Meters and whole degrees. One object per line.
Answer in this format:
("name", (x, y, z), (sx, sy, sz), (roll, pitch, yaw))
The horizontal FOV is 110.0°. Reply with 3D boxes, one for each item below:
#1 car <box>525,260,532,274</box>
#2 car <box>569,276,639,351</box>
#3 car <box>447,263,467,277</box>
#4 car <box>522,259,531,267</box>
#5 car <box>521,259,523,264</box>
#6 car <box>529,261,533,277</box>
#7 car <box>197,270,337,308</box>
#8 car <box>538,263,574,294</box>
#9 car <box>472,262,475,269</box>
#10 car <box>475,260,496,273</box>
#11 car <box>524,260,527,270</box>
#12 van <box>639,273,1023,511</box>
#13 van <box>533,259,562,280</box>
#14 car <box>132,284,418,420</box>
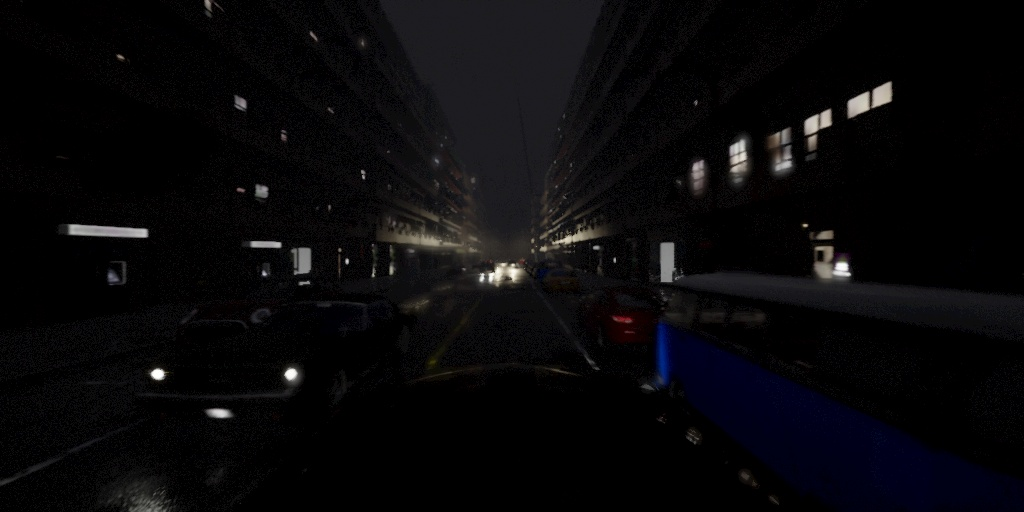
("car", (2.710, 1.398, 37.218), (1.948, 1.339, 4.313), (0, 0, 0))
("car", (2.694, 1.346, 8.794), (1.802, 1.307, 4.207), (0, 0, 0))
("car", (-5.671, 1.414, 37.225), (1.802, 1.307, 4.207), (0, 0, 0))
("car", (2.716, 1.411, 48.587), (1.888, 1.381, 4.507), (0, 0, 0))
("car", (2.719, 1.467, 54.272), (1.802, 1.307, 4.207), (0, 0, 0))
("car", (2.706, 1.399, 31.534), (1.802, 1.307, 4.207), (0, 0, 0))
("car", (-5.697, 1.203, 8.802), (1.967, 1.591, 4.097), (0, 0, 0))
("car", (2.700, 1.314, 20.334), (1.751, 1.417, 4.829), (0, 0, 0))
("car", (-5.659, 1.429, 59.795), (1.751, 1.417, 4.829), (0, 0, 0))
("car", (-3.055, 1.347, 45.347), (2.128, 1.511, 4.902), (0, 0, 0))
("car", (2.713, 1.431, 42.903), (1.802, 1.307, 4.207), (0, 0, 0))
("van", (2.693, 1.094, 3.110), (1.690, 1.789, 3.998), (0, 0, 0))
("van", (2.703, 1.143, 25.849), (1.690, 1.789, 3.998), (0, 0, 0))
("car", (-3.089, 1.359, 6.000), (1.895, 1.301, 4.718), (0, 0, 0))
